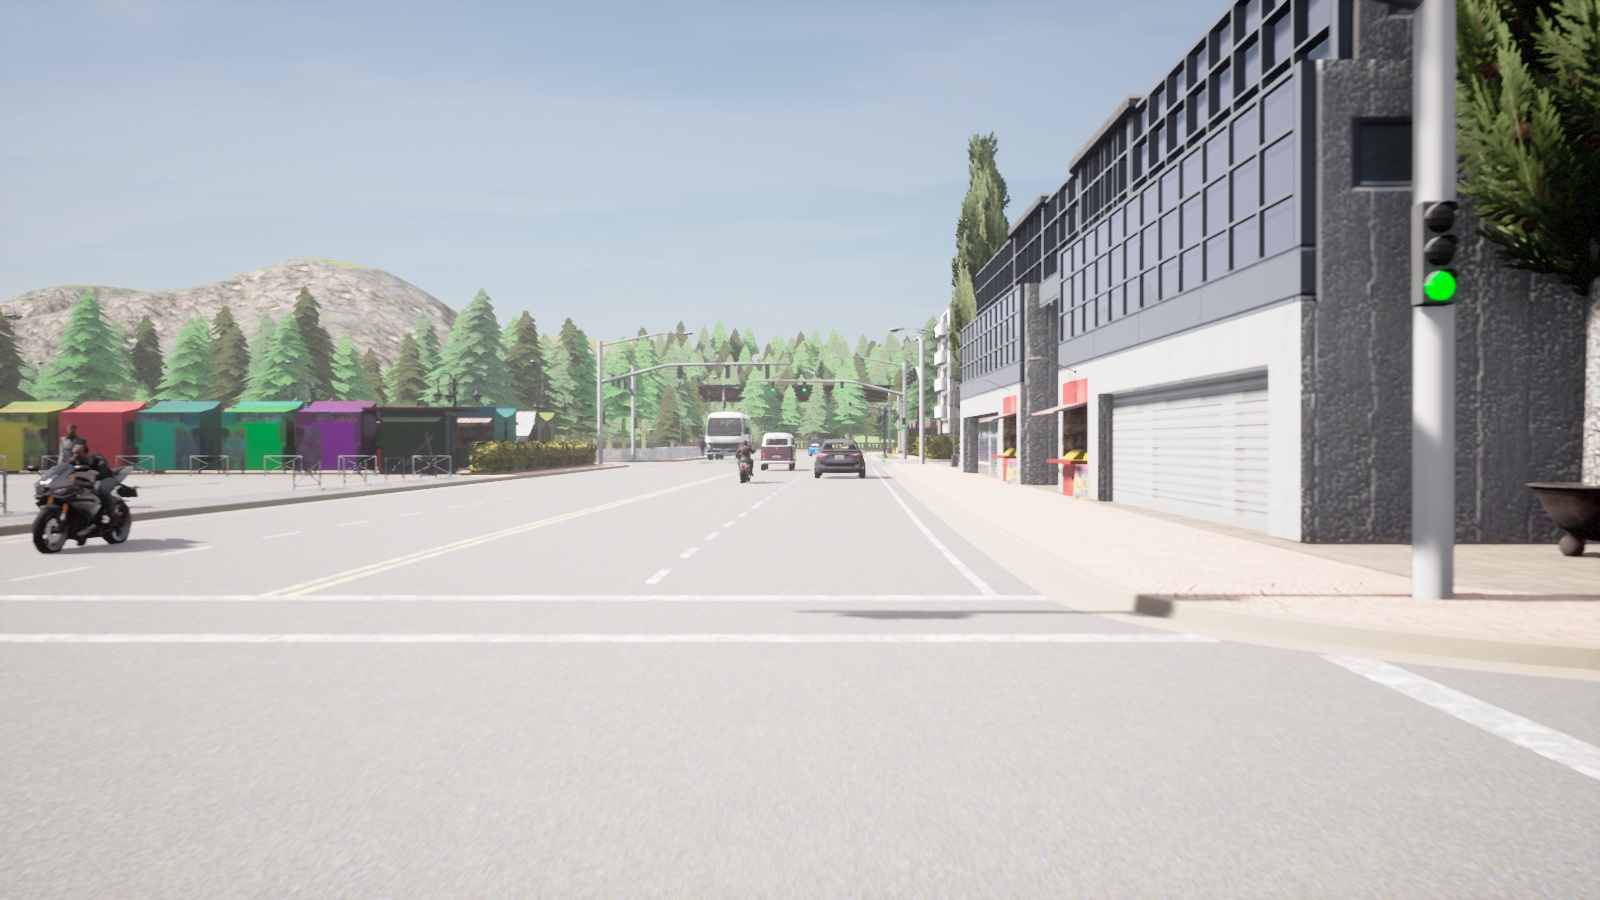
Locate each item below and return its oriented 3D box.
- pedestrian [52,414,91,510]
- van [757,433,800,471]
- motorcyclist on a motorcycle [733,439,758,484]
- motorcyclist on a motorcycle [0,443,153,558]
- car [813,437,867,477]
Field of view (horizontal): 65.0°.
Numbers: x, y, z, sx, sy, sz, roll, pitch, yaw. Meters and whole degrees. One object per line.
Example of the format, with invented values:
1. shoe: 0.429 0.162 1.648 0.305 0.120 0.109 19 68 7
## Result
1. pedestrian: -15.052 0.246 25.952 0.423 1.949 0.788 0 0 -7
2. van: -1.152 0.079 69.171 2.069 2.038 4.480 0 0 2
3. motorcyclist on a motorcycle: -2.048 0.427 47.522 0.766 1.649 2.350 0 0 2
4. motorcyclist on a motorcycle: -10.235 0.672 17.881 0.866 1.530 2.191 0 0 2
5. car: 1.757 0.283 54.815 2.242 1.667 4.611 0 0 2
